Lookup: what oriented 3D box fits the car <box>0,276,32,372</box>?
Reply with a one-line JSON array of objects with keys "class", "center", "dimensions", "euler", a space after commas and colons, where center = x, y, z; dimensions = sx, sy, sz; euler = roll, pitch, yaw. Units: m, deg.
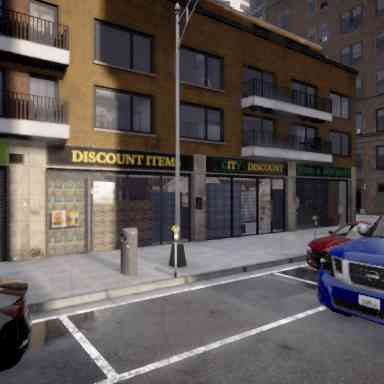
[{"class": "car", "center": [-3.981, 1.566, 3.351], "dimensions": [4.313, 1.339, 1.947], "euler": [0, 0, -36]}]

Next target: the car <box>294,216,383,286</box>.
[{"class": "car", "center": [5.271, 1.544, 9.951], "dimensions": [4.507, 1.381, 1.887], "euler": [0, 0, -36]}]

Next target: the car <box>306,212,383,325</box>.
[{"class": "car", "center": [4.783, 1.221, 6.362], "dimensions": [5.566, 2.045, 2.150], "euler": [0, 0, -35]}]
